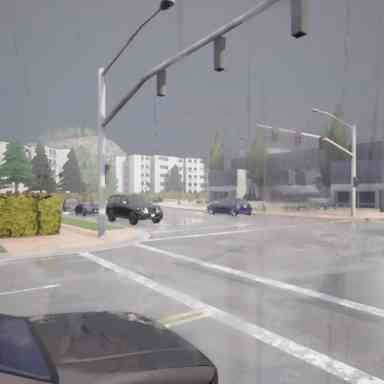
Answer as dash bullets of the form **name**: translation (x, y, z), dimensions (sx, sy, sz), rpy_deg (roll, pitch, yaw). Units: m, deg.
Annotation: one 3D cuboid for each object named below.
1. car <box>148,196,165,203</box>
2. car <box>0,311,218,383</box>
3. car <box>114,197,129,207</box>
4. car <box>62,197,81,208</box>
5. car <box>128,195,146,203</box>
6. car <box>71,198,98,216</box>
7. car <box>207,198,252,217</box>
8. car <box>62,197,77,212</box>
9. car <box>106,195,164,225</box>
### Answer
- **car**: translation (-7.535, 1.556, 70.634), dimensions (1.994, 1.385, 4.181), rpy_deg (0, 0, 17)
- **car**: translation (-2.305, 1.547, 2.121), dimensions (5.357, 1.411, 2.033), rpy_deg (0, 0, -35)
- **car**: translation (-10.946, 1.491, 51.208), dimensions (2.128, 1.511, 4.902), rpy_deg (0, 0, -14)
- **car**: translation (-17.810, 1.491, 49.333), dimensions (2.128, 1.511, 4.902), rpy_deg (0, 0, -13)
- **car**: translation (-11.290, 1.477, 68.931), dimensions (1.882, 1.535, 5.008), rpy_deg (0, 0, 14)
- **car**: translation (-9.923, 1.564, 32.145), dimensions (1.994, 1.385, 4.181), rpy_deg (0, 0, -34)
- **car**: translation (3.508, 1.352, 31.673), dimensions (2.097, 1.767, 4.553), rpy_deg (0, 0, -38)
- **car**: translation (-14.395, 1.526, 39.718), dimensions (1.812, 1.442, 4.674), rpy_deg (0, 0, -24)
- **car**: translation (-4.385, 1.221, 24.540), dimensions (2.150, 2.045, 5.566), rpy_deg (0, 0, -39)
